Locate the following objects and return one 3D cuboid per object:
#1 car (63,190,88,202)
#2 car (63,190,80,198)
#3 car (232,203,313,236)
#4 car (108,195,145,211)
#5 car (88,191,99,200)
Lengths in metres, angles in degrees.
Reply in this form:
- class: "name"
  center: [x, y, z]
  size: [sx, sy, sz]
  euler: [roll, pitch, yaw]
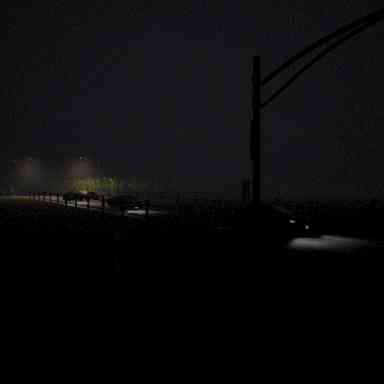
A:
- class: "car"
  center: [-16.911, 0.726, 47.548]
  size: [1.895, 1.301, 4.718]
  euler: [0, 1, -34]
- class: "car"
  center: [-22.528, 0.355, 62.022]
  size: [1.882, 1.535, 5.008]
  euler: [0, 1, -35]
- class: "car"
  center: [4.025, 1.315, 17.372]
  size: [1.812, 1.442, 4.674]
  euler: [0, 1, -35]
- class: "car"
  center: [-6.571, 0.998, 32.607]
  size: [2.033, 1.411, 5.357]
  euler: [0, 1, -35]
- class: "car"
  center: [-16.662, 0.602, 53.592]
  size: [2.033, 1.411, 5.357]
  euler: [0, 1, -35]
